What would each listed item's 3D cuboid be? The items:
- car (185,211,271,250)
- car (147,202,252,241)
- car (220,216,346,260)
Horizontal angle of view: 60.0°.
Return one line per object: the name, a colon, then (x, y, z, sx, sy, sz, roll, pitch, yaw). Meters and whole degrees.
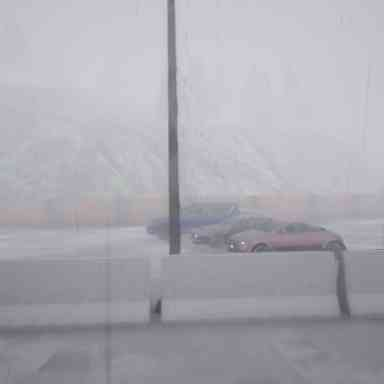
car: (2.596, 1.812, 15.614, 5.357, 1.411, 2.033, -1, -1, -8)
car: (0.245, 1.587, 18.848, 5.566, 2.045, 2.150, -1, -1, -7)
car: (3.421, 1.752, 12.311, 4.181, 1.385, 1.994, -1, -1, -9)
